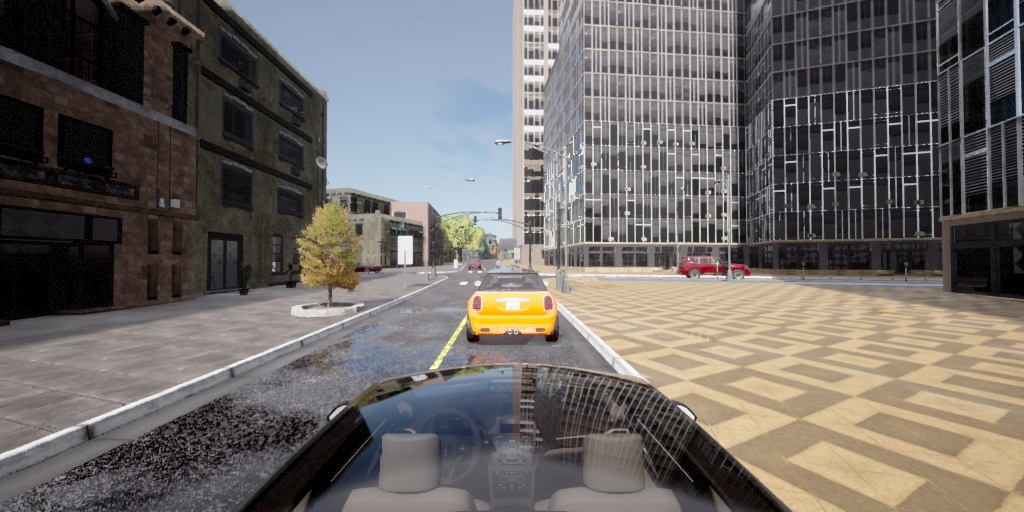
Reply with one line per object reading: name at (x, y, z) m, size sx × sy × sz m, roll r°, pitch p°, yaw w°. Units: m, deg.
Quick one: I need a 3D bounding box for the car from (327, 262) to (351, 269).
car at (-20.618, 1.317, 40.067) m, size 4.313 × 1.339 × 1.948 m, roll 0°, pitch 0°, yaw 18°

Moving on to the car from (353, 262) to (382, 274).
car at (-17.547, 1.386, 41.679) m, size 4.718 × 1.301 × 1.895 m, roll 0°, pitch -1°, yaw 18°

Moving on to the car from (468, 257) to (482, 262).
car at (-5.521, 1.240, 53.297) m, size 1.882 × 1.535 × 5.008 m, roll 0°, pitch 0°, yaw -6°

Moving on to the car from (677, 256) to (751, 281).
car at (15.722, 0.938, 28.211) m, size 5.009 × 1.841 × 2.192 m, roll 0°, pitch 0°, yaw 18°

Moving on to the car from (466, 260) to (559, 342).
car at (-0.003, 1.105, 9.944) m, size 2.097 × 1.767 × 4.553 m, roll 0°, pitch 0°, yaw -1°
